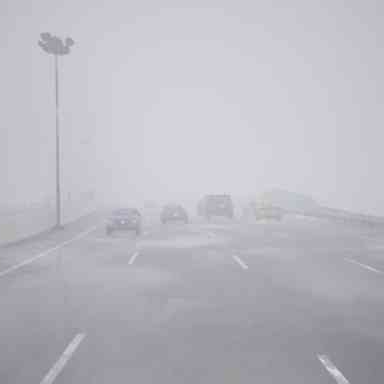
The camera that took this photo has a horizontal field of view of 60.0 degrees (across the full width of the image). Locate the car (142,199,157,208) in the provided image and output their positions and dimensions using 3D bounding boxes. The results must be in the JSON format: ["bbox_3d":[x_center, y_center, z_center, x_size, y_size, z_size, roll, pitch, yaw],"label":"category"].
[{"bbox_3d":[-6.403,1.666,50.313,1.994,1.385,4.181,-1,0,-16],"label":"car"}]

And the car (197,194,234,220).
[{"bbox_3d":[1.902,1.205,28.275,2.150,2.045,5.566,0,0,-9],"label":"car"}]

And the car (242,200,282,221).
[{"bbox_3d":[5.504,1.413,26.648,1.882,1.535,5.008,0,0,-8],"label":"car"}]

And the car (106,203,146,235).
[{"bbox_3d":[-3.921,1.606,19.556,2.033,1.411,5.357,-1,0,-8],"label":"car"}]

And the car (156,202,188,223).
[{"bbox_3d":[-1.484,1.592,25.756,1.994,1.385,4.181,-1,0,-8],"label":"car"}]
